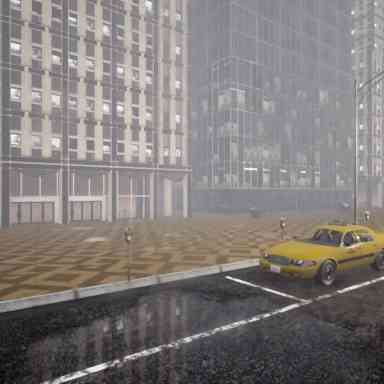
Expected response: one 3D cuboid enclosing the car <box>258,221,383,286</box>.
[{"bbox_3d":[3.964,1.526,9.409,4.829,1.417,1.752,0,0,-36],"label":"car"}]
